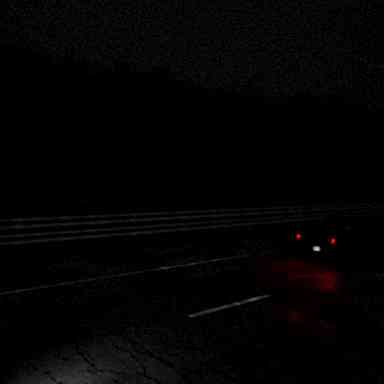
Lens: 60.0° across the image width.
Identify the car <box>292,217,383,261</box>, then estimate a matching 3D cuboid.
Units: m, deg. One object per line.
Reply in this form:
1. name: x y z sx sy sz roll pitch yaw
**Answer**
1. car: 5.932 1.568 12.237 4.718 1.301 1.895 0 0 -35
